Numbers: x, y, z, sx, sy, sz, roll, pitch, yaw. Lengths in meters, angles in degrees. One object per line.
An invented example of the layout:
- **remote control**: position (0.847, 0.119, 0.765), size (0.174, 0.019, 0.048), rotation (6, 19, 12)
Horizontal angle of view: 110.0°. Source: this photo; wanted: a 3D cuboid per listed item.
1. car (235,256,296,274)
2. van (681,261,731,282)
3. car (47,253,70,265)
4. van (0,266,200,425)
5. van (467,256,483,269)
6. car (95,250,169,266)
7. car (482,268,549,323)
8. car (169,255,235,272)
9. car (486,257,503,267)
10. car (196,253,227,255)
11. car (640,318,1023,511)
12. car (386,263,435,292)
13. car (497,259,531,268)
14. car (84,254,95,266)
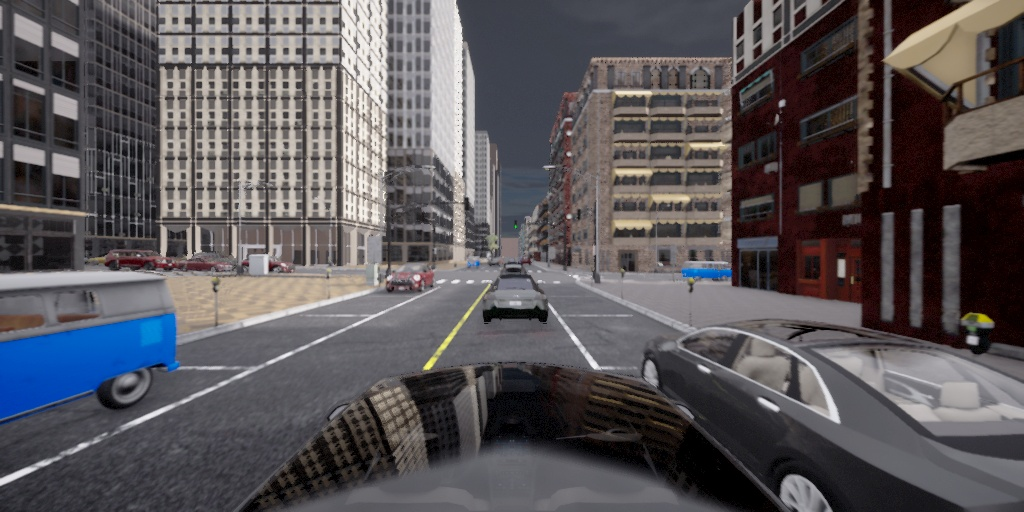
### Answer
- **car**: position (-21.149, 0.739, 31.237), size (4.097, 1.591, 1.967), rotation (0, 0, 0)
- **van**: position (16.910, 1.374, 31.191), size (3.998, 1.789, 1.690), rotation (0, 0, 0)
- **car**: position (-49.109, 0.292, 39.551), size (4.313, 1.339, 1.948), rotation (0, 0, 0)
- **van**: position (-5.690, 1.086, 3.526), size (1.690, 1.789, 3.998), rotation (0, 0, 0)
- **van**: position (-5.694, 0.960, 52.946), size (1.690, 1.789, 3.998), rotation (0, 0, 0)
- **car**: position (-32.298, 0.399, 31.210), size (5.009, 1.841, 2.192), rotation (0, 0, 0)
- **car**: position (0.097, 1.285, 12.011), size (1.994, 1.385, 4.181), rotation (0, 0, 0)
- **car**: position (-26.724, 0.774, 31.224), size (4.207, 1.307, 1.802), rotation (0, 0, 0)
- **car**: position (-3.035, 1.103, 62.356), size (1.837, 1.490, 4.892), rotation (0, 0, 1)
- **car**: position (-27.660, 0.515, 33.810), size (4.553, 1.767, 2.097), rotation (1, 0, 0)
- **car**: position (2.690, 1.295, 3.526), size (2.007, 1.370, 4.403), rotation (0, 0, 0)
- **car**: position (-5.692, 1.139, 20.472), size (1.967, 1.591, 4.097), rotation (0, 0, 0)
- **car**: position (0.100, 1.194, 25.296), size (1.837, 1.490, 4.892), rotation (0, 0, 0)
- **car**: position (-43.703, 0.359, 39.565), size (4.829, 1.417, 1.751), rotation (0, 0, 0)
